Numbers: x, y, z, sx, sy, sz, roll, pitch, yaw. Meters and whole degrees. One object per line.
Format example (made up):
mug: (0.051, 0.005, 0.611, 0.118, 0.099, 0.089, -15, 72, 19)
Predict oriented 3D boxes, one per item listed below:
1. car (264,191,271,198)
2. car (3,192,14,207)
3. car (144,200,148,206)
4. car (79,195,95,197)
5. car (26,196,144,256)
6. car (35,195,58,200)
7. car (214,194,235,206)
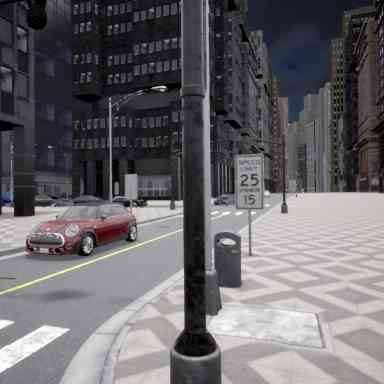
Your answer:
car: (14.970, 0.434, 67.779, 1.812, 1.442, 4.674, -1, 1, 19)
car: (-26.935, 0.981, 46.612, 5.566, 2.045, 2.150, -1, 0, 19)
car: (-7.281, 1.155, 36.496, 4.718, 1.301, 1.895, -1, 0, 19)
car: (-13.381, 1.140, 41.934, 4.892, 1.490, 1.837, 0, 0, 19)
car: (-3.918, 1.209, 12.530, 2.097, 1.767, 4.553, -1, 1, 19)
car: (-17.143, 1.156, 39.880, 4.892, 1.490, 1.837, -1, 0, 19)
car: (4.373, 0.948, 39.899, 1.994, 1.385, 4.181, -1, 1, 36)
